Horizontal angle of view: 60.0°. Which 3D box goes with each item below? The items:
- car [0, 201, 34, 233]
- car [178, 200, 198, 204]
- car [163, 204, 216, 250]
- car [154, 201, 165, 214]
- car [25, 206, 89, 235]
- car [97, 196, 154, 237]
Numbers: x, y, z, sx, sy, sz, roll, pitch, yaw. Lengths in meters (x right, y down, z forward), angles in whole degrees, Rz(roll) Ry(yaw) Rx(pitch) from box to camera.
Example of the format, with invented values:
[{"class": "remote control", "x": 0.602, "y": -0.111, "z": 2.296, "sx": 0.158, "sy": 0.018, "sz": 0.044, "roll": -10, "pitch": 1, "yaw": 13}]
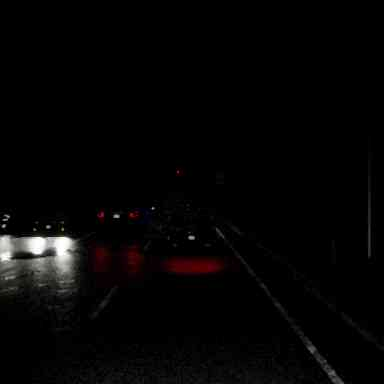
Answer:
[{"class": "car", "x": -10.834, "y": 1.381, "z": 19.737, "sx": 2.097, "sy": 1.767, "sz": 4.553, "roll": 0, "pitch": 0, "yaw": -1}, {"class": "car", "x": -0.442, "y": 1.536, "z": 35.000, "sx": 2.128, "sy": 1.511, "sz": 4.902, "roll": 0, "pitch": 0, "yaw": -1}, {"class": "car", "x": -0.051, "y": 1.496, "z": 14.438, "sx": 1.882, "sy": 1.535, "sz": 5.008, "roll": 0, "pitch": 0, "yaw": -1}, {"class": "car", "x": -3.951, "y": 1.610, "z": 35.395, "sx": 1.994, "sy": 1.385, "sz": 4.181, "roll": 0, "pitch": 0, "yaw": -1}, {"class": "car", "x": -7.319, "y": 1.591, "z": 18.874, "sx": 1.994, "sy": 1.385, "sz": 4.181, "roll": 0, "pitch": 0, "yaw": -1}, {"class": "car", "x": -3.612, "y": 1.245, "z": 18.394, "sx": 2.150, "sy": 2.045, "sz": 5.566, "roll": 0, "pitch": 0, "yaw": -1}]
